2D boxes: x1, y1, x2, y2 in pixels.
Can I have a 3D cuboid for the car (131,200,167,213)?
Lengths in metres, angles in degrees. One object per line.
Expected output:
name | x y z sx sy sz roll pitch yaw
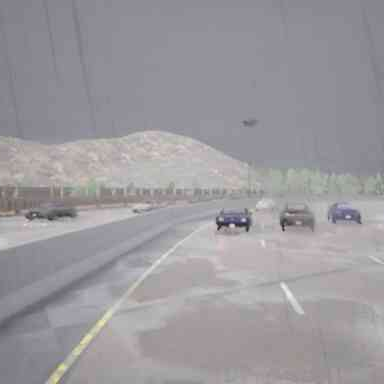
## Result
car | -4.354 1.460 34.067 1.895 1.301 4.718 0 0 20

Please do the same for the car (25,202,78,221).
car | -10.612 1.430 25.348 1.994 1.385 4.181 0 0 15

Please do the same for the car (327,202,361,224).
car | 11.033 1.480 24.272 1.812 1.442 4.674 0 0 17

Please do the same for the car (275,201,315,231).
car | 6.319 1.442 20.295 2.128 1.511 4.902 0 0 14

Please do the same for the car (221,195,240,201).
car | 7.315 1.294 63.142 2.128 1.511 4.902 0 0 36

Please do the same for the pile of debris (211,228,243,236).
pile of debris | 1.891 2.118 17.696 1.500 0.140 1.860 0 0 12

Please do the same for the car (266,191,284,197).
car | 17.303 0.785 69.712 2.150 2.045 5.566 0 0 41

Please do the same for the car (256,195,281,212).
car | 8.411 1.423 37.103 1.812 1.442 4.674 0 0 23

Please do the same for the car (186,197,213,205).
car | 0.908 1.358 37.802 2.128 1.511 4.902 0 0 23

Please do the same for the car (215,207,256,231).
car | 2.693 1.536 20.314 1.895 1.301 4.718 0 0 13
